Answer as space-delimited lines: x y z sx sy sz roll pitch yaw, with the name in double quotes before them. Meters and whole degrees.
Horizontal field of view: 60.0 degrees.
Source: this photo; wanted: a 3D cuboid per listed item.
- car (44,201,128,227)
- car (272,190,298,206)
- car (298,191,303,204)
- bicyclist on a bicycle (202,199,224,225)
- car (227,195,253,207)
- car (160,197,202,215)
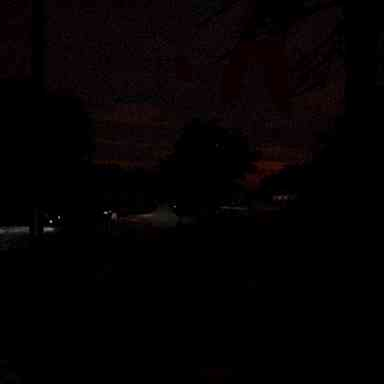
"car" -6.622 1.307 21.490 2.033 1.411 5.357 2 2 37
"car" 12.782 0.821 46.302 2.150 2.045 5.566 1 0 27
"car" 17.353 0.925 55.942 2.150 2.045 5.566 1 0 23
"bicyclist on a bicycle" 1.340 1.275 21.396 1.656 1.620 0.582 0 0 36
"car" 5.921 1.045 40.309 1.812 1.442 4.674 2 1 30
"car" -0.838 1.158 29.564 1.812 1.442 4.674 2 2 34
